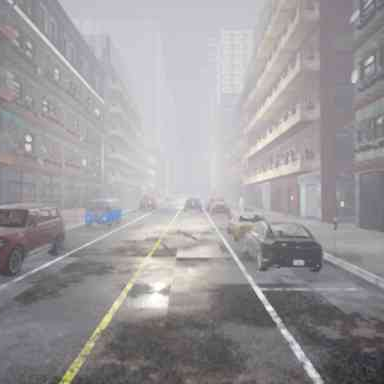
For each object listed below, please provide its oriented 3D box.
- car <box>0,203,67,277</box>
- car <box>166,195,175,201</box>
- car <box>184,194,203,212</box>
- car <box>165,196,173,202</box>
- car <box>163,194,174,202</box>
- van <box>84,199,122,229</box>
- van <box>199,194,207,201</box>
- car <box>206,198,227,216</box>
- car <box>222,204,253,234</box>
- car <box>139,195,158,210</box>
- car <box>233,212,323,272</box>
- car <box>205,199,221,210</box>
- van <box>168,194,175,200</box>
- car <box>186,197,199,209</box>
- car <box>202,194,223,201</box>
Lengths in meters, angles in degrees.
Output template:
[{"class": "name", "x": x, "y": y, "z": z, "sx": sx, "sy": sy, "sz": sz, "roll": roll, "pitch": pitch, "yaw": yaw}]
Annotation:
[{"class": "car", "x": -5.674, "y": 1.324, "z": 10.548, "sx": 2.192, "sy": 1.841, "sz": 5.009, "roll": 1, "pitch": 0, "yaw": 0}, {"class": "car", "x": -5.659, "y": 1.617, "z": 88.112, "sx": 1.947, "sy": 1.339, "sz": 4.313, "roll": 1, "pitch": 0, "yaw": 0}, {"class": "car", "x": 0.098, "y": 1.381, "z": 39.890, "sx": 2.097, "sy": 1.767, "sz": 4.553, "roll": 0, "pitch": 0, "yaw": -1}, {"class": "car", "x": -5.658, "y": 1.631, "z": 82.573, "sx": 1.802, "sy": 1.307, "sz": 4.206, "roll": 1, "pitch": 0, "yaw": 0}, {"class": "car", "x": -5.656, "y": 1.597, "z": 77.032, "sx": 2.008, "sy": 1.369, "sz": 4.403, "roll": 1, "pitch": 0, "yaw": 0}, {"class": "van", "x": -5.676, "y": 1.358, "z": 21.629, "sx": 1.690, "sy": 1.788, "sz": 3.998, "roll": 1, "pitch": 0, "yaw": 0}, {"class": "van", "x": 2.694, "y": 1.390, "z": 82.627, "sx": 1.690, "sy": 1.788, "sz": 3.998, "roll": 1, "pitch": 0, "yaw": 0}, {"class": "car", "x": 2.698, "y": 1.569, "z": 32.763, "sx": 1.887, "sy": 1.381, "sz": 4.507, "roll": 1, "pitch": 0, "yaw": 0}, {"class": "car", "x": 2.702, "y": 1.538, "z": 16.312, "sx": 1.752, "sy": 1.417, "sz": 4.829, "roll": 1, "pitch": 0, "yaw": 0}, {"class": "car", "x": -5.680, "y": 1.346, "z": 43.790, "sx": 2.192, "sy": 1.841, "sz": 5.009, "roll": 1, "pitch": 0, "yaw": 0}, {"class": "car", "x": 2.702, "y": 1.559, "z": 10.601, "sx": 2.008, "sy": 1.369, "sz": 4.403, "roll": 1, "pitch": 0, "yaw": 0}, {"class": "car", "x": 2.696, "y": 1.612, "z": 43.844, "sx": 1.802, "sy": 1.307, "sz": 4.206, "roll": 1, "pitch": 0, "yaw": 0}, {"class": "van", "x": -5.825, "y": 1.395, "z": 93.654, "sx": 1.690, "sy": 1.788, "sz": 3.998, "roll": 1, "pitch": 0, "yaw": 0}, {"class": "car", "x": 0.087, "y": 1.511, "z": 48.527, "sx": 1.882, "sy": 1.535, "sz": 5.008, "roll": 0, "pitch": 0, "yaw": 0}, {"class": "car", "x": 2.702, "y": 1.342, "z": 38.304, "sx": 2.192, "sy": 1.841, "sz": 5.009, "roll": 1, "pitch": 0, "yaw": 0}]
